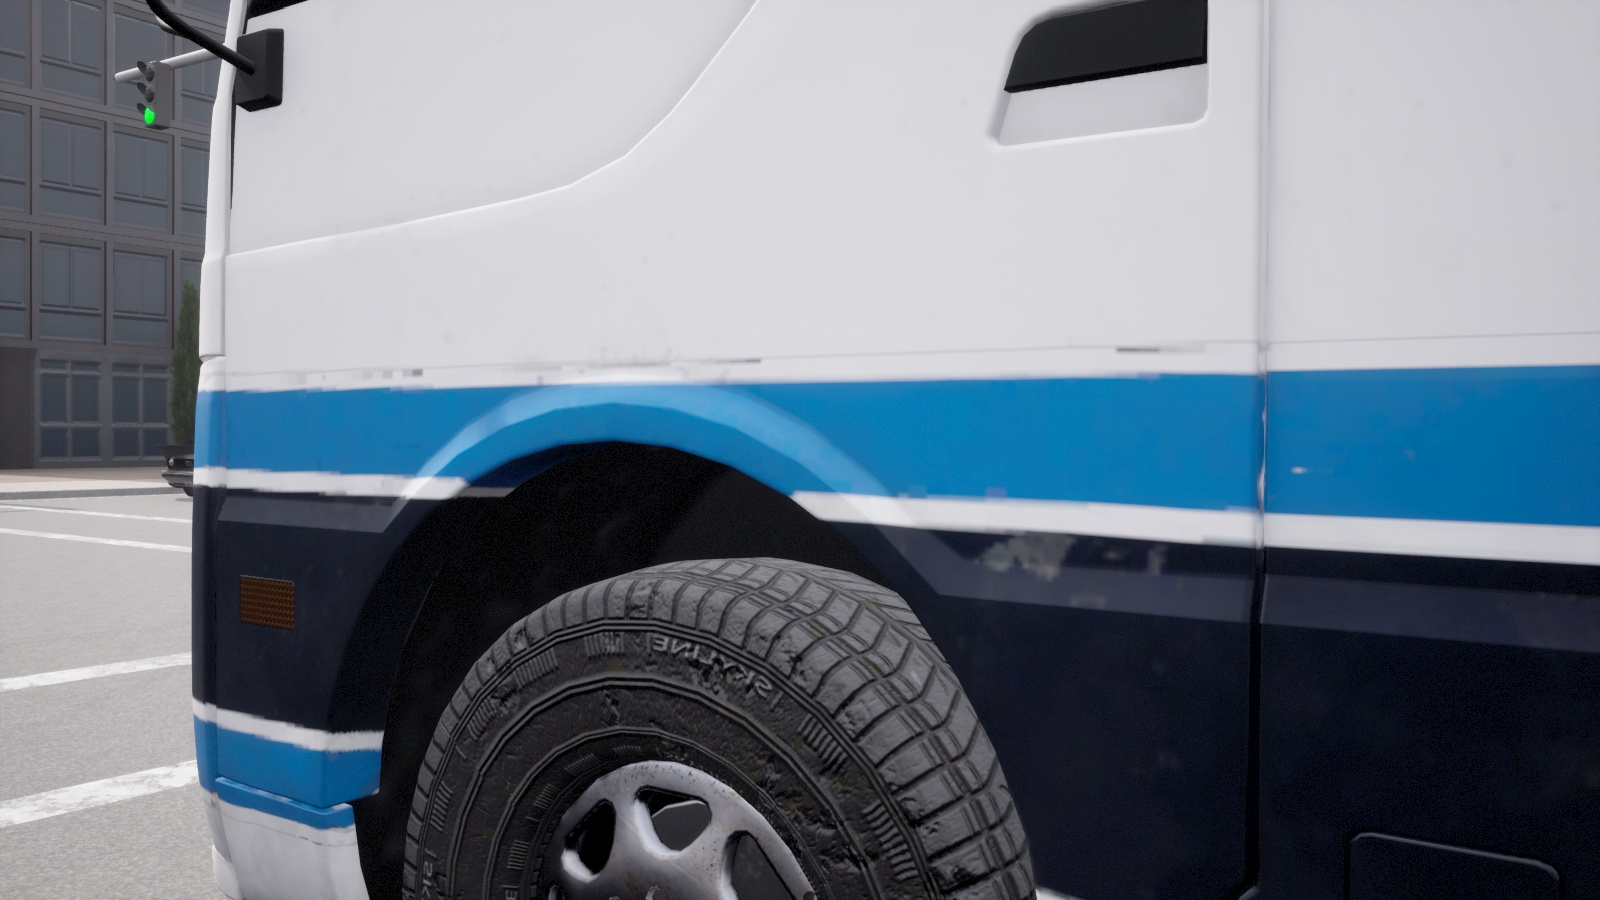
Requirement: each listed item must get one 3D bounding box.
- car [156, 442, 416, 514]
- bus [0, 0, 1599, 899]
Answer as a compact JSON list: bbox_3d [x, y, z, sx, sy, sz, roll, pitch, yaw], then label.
[{"bbox_3d":[-10.509,0.516,26.022,1.895,1.301,4.718,0,1,34],"label":"car"},{"bbox_3d":[3.120,-0.694,1.523,10.273,4.253,3.944,0,1,34],"label":"bus"}]
